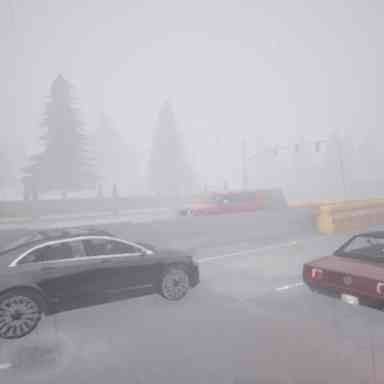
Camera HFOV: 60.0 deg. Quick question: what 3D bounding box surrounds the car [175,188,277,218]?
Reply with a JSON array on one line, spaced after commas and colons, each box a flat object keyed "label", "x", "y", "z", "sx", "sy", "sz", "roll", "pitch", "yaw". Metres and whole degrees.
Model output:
[{"label": "car", "x": 1.733, "y": 0.960, "z": 18.108, "sx": 5.566, "sy": 2.045, "sz": 2.150, "roll": -2, "pitch": 1, "yaw": -35}]

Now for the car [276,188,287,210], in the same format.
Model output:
[{"label": "car", "x": 4.582, "y": 0.760, "z": 24.398, "sx": 5.566, "sy": 2.045, "sz": 2.150, "roll": -2, "pitch": 1, "yaw": -35}]

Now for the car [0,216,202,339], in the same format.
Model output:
[{"label": "car", "x": -2.048, "y": 1.477, "z": 6.585, "sx": 4.902, "sy": 1.511, "sz": 2.128, "roll": -1, "pitch": 0, "yaw": -35}]

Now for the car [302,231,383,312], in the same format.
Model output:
[{"label": "car", "x": 4.504, "y": 1.477, "z": 6.957, "sx": 4.718, "sy": 1.301, "sz": 1.895, "roll": -2, "pitch": 1, "yaw": -35}]
